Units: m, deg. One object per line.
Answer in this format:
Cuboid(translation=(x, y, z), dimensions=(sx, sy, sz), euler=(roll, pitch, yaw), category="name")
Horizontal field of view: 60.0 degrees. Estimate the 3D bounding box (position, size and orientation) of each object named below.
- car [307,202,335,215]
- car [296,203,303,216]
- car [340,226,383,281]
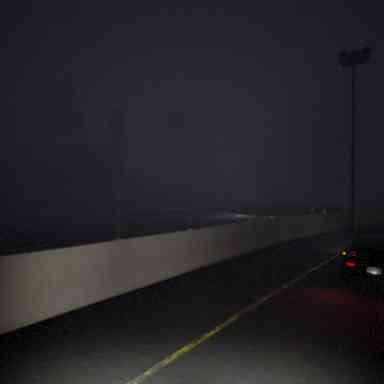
Cuboid(translation=(15.114, 1.915, 37.429), dimensions=(1.837, 1.490, 4.892), euler=(0, -1, 44), category="car")
Cuboid(translation=(12.598, 2.015, 39.862), dimensions=(1.837, 1.490, 4.892), euler=(0, -1, 44), category="car")
Cuboid(translation=(5.624, 1.709, 9.610), dimensions=(1.812, 1.442, 4.674), euler=(0, -1, 37), category="car")
